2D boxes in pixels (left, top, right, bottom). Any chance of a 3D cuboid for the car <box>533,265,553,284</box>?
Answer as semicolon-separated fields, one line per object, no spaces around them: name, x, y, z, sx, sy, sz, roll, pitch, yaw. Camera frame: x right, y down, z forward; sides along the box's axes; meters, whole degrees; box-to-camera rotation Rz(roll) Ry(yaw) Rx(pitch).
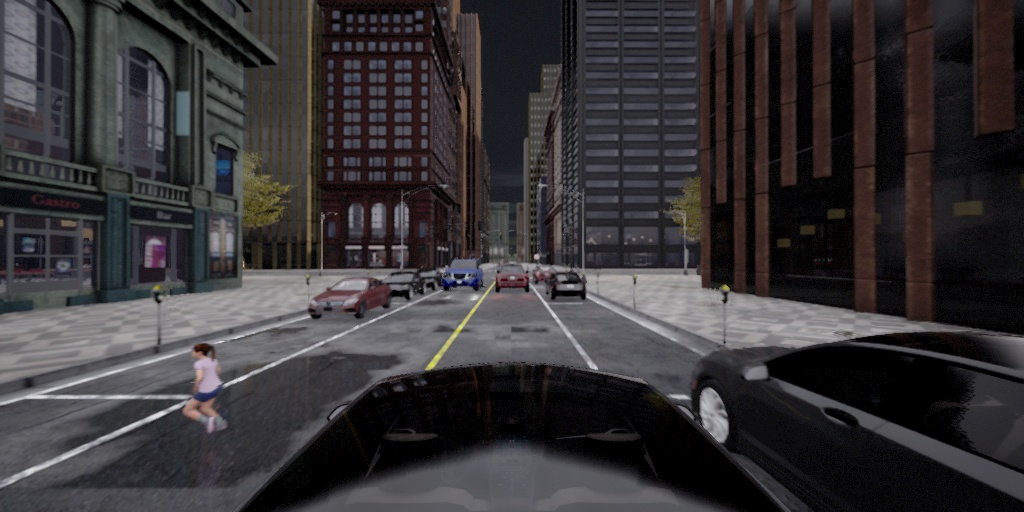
car;2.754;1.476;30.240;1.967;1.591;4.097;0;0;0

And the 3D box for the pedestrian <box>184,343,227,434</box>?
pedestrian;-3.471;1.447;4.086;0.500;1.100;0.500;0;0;-10

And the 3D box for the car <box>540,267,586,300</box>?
car;2.758;1.487;18.969;1.948;1.339;4.313;0;0;0

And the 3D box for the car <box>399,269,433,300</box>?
car;-5.767;1.487;18.963;1.948;1.339;4.313;0;0;0

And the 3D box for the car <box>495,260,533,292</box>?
car;0.051;1.317;23.238;2.097;1.767;4.553;0;-1;1

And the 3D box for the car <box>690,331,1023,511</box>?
car;3.001;1.261;2.287;1.837;1.490;4.892;0;-1;0

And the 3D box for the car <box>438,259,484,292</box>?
car;-3.095;1.192;23.860;2.150;2.045;5.566;0;-1;0

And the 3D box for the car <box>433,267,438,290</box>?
car;-5.769;1.545;24.599;1.948;1.339;4.313;0;0;0

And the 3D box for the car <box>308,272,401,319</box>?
car;-5.765;1.447;13.327;1.802;1.307;4.207;0;0;0
